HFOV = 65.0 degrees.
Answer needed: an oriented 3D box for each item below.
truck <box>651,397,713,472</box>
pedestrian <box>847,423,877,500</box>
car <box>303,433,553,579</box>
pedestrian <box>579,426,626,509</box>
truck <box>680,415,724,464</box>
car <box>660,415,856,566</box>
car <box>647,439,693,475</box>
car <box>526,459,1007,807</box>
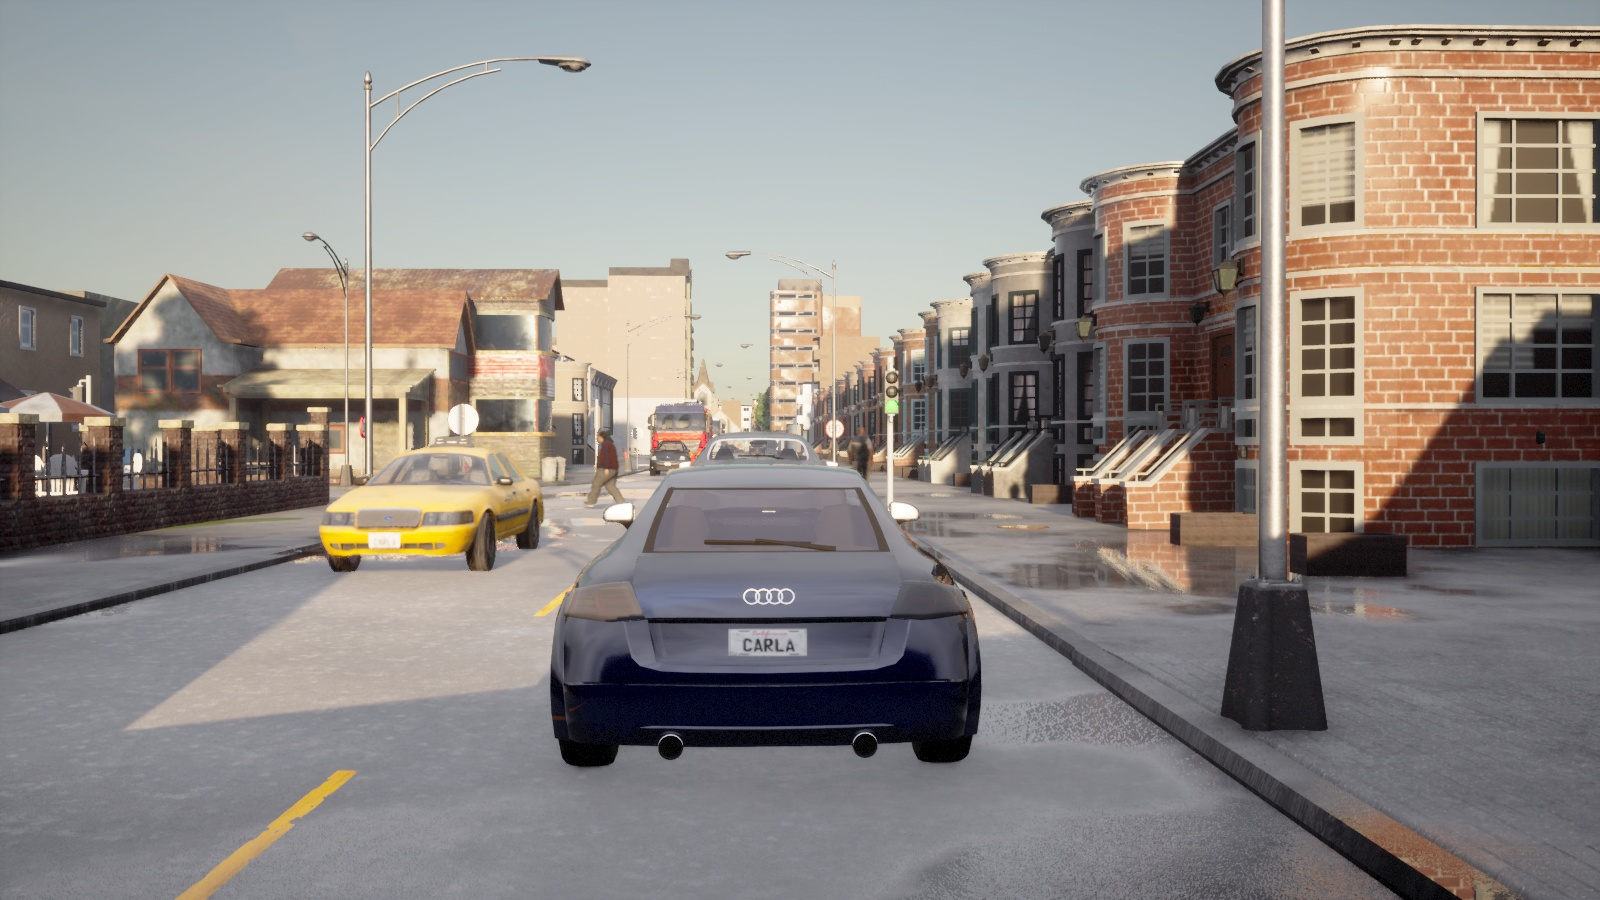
[{"bbox_3d":[-6.322,-0.810,68.437,2.891,3.827,8.468,0,0,-2],"label":"truck"},{"bbox_3d":[1.543,0.281,31.244,0.563,1.883,0.849,0,0,15],"label":"pedestrian"},{"bbox_3d":[-4.532,0.590,16.210,1.801,1.575,5.366,0,0,-2],"label":"car"},{"bbox_3d":[-4.393,0.382,27.999,0.899,1.844,0.634,0,0,5],"label":"pedestrian"},{"bbox_3d":[-7.142,-0.764,92.700,2.891,3.462,7.936,0,0,-2],"label":"truck"},{"bbox_3d":[-0.538,0.433,16.308,2.152,1.651,5.027,0,0,-2],"label":"car"},{"bbox_3d":[-5.971,0.312,58.107,1.851,1.617,3.988,0,0,-2],"label":"car"},{"bbox_3d":[-0.217,0.769,7.301,1.994,1.385,4.181,0,0,-2],"label":"car"}]
